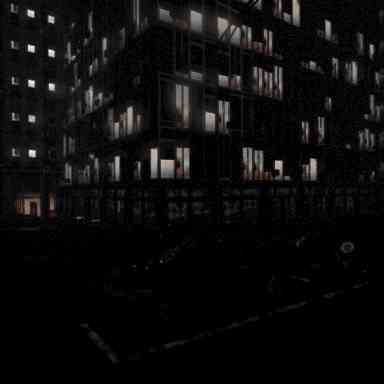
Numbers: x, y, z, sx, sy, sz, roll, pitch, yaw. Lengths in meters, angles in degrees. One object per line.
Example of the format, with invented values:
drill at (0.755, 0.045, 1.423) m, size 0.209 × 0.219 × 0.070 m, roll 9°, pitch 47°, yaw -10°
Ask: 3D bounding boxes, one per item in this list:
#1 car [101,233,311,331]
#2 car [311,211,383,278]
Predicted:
car at (0.294, 1.580, 6.778) m, size 4.206 × 1.307 × 1.802 m, roll 0°, pitch -1°, yaw -35°
car at (4.921, 1.437, 10.080) m, size 4.097 × 1.590 × 1.967 m, roll 0°, pitch -1°, yaw -35°
